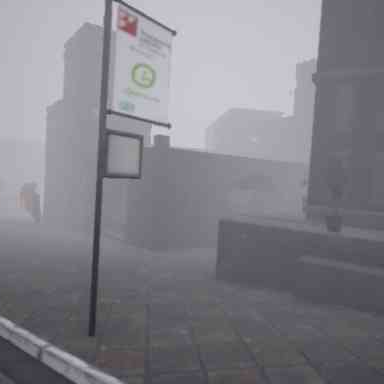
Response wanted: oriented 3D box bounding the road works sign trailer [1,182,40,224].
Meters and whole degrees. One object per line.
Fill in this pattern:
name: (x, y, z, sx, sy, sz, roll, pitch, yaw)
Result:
road works sign trailer: (-13.006, 0.876, 26.221, 3.560, 2.380, 2.880, 23, 23, 39)
